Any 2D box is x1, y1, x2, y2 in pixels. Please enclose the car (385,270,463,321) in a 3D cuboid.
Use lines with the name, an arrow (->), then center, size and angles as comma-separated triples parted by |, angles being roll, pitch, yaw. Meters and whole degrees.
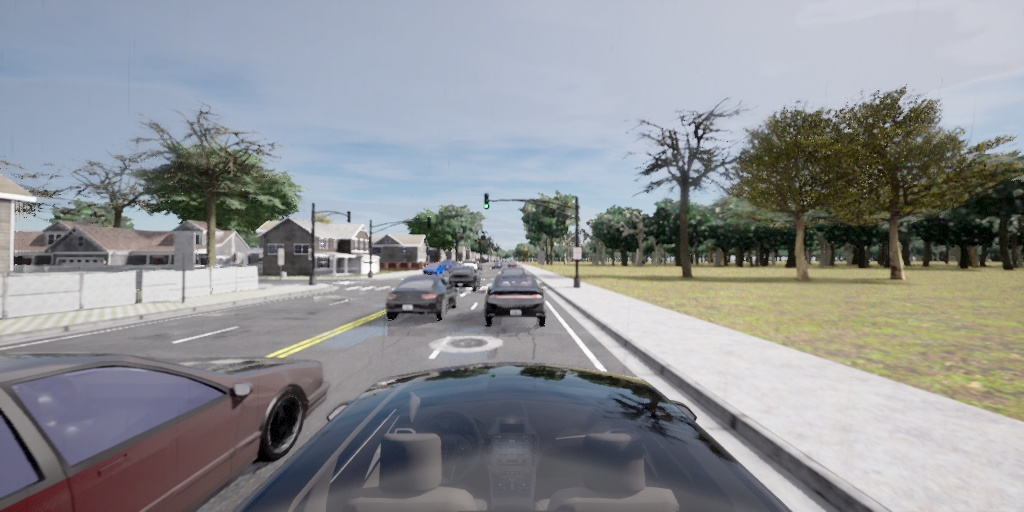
car -> -3.145, 1.413, 13.121 | 1.812, 1.442, 4.674 | 0, -1, 0

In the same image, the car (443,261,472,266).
car -> -6.595, 1.742, 43.954 | 2.128, 1.511, 4.902 | 0, -1, 0

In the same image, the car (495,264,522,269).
car -> 0.081, 1.498, 24.149 | 1.882, 1.535, 5.008 | 0, -1, 0

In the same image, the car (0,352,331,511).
car -> -3.160, 1.300, 1.950 | 2.033, 1.411, 5.357 | 0, -1, 0

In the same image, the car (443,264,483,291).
car -> -3.149, 1.526, 24.262 | 1.837, 1.490, 4.892 | 0, -1, 0

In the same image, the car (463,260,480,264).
car -> -6.587, 1.592, 54.623 | 2.150, 2.045, 5.566 | 0, -1, 0

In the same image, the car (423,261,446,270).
car -> -9.830, 1.741, 45.040 | 1.882, 1.535, 5.008 | 0, -1, 1

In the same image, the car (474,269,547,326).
car -> 0.101, 1.368, 12.261 | 2.128, 1.511, 4.902 | 0, -1, 0
